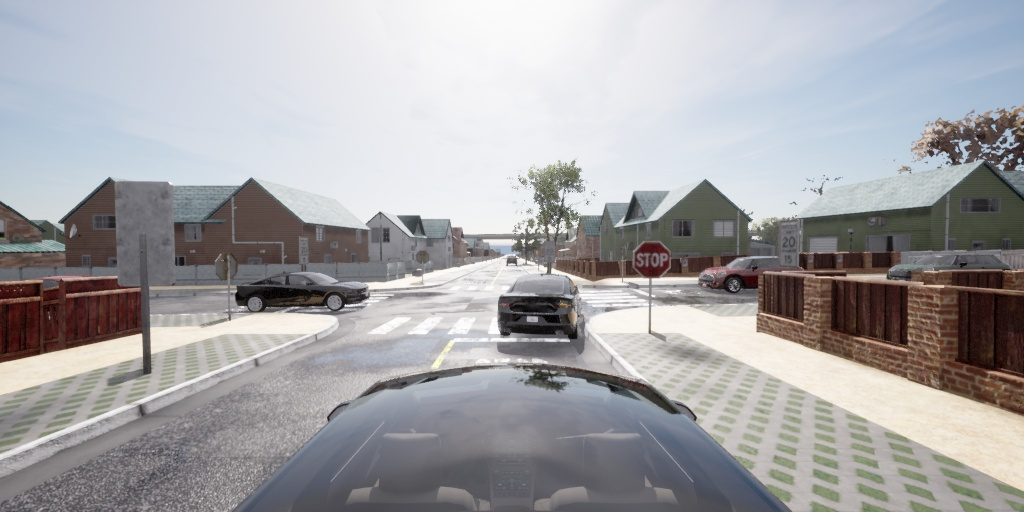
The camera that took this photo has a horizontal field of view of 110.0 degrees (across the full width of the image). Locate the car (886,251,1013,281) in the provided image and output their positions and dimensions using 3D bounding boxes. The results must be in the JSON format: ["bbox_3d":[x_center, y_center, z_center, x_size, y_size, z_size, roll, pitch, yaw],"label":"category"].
[{"bbox_3d":[21.696,0.646,17.895,4.553,1.767,2.097,-1,2,0],"label":"car"}]

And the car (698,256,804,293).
[{"bbox_3d":[11.801,0.820,17.820,4.553,1.767,2.097,-1,2,0],"label":"car"}]

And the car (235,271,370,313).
[{"bbox_3d":[-8.473,1.376,14.730,5.008,1.535,1.882,-1,2,0],"label":"car"}]

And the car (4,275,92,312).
[{"bbox_3d":[-18.026,1.546,14.664,5.008,1.535,1.882,-1,2,0],"label":"car"}]

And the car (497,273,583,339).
[{"bbox_3d":[0.955,1.224,10.207,1.882,1.535,5.008,0,0,12],"label":"car"}]
